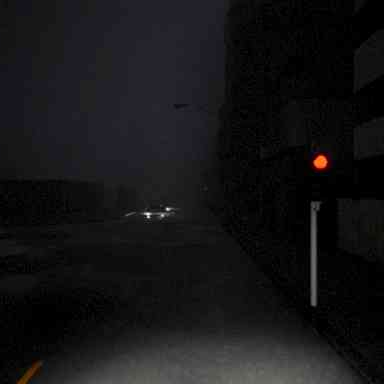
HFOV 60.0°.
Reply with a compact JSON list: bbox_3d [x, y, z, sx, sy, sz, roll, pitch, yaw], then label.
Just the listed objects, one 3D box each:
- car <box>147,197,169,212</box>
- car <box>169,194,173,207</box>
[{"bbox_3d":[-4.158,1.471,39.535,1.882,1.535,5.008,0,0,0],"label":"car"},{"bbox_3d":[-4.142,1.496,49.562,1.837,1.490,4.892,0,0,1],"label":"car"}]
